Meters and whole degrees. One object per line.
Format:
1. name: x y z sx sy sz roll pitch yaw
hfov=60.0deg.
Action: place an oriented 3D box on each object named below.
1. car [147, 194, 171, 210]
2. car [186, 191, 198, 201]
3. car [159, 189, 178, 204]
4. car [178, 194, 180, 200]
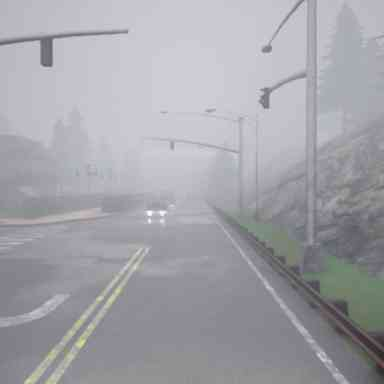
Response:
1. car: -3.603 1.175 35.009 1.994 1.385 4.181 0 1 -1
2. car: -0.004 0.678 60.857 2.097 1.767 4.553 0 1 0
3. car: -3.577 0.674 48.573 2.150 2.045 5.566 0 2 1
4. car: -3.510 0.773 66.196 1.837 1.490 4.892 0 0 0
